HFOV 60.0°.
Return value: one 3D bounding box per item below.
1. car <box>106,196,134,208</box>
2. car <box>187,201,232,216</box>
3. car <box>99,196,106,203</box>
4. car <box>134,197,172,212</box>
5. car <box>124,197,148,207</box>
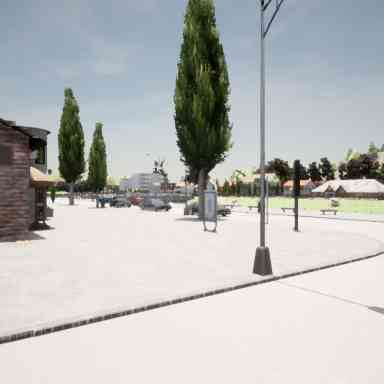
[{"bbox_3d":[-10.371,1.564,47.948,1.994,1.385,4.181,0,0,-35],"label":"car"},{"bbox_3d":[1.360,1.547,31.560,2.033,1.411,5.357,0,0,-36],"label":"car"},{"bbox_3d":[-16.851,1.478,64.110,1.882,1.535,5.008,0,0,-36],"label":"car"},{"bbox_3d":[-4.511,1.547,39.739,2.033,1.411,5.357,0,0,-36],"label":"car"},{"bbox_3d":[-9.004,1.526,53.189,1.812,1.442,4.674,0,-1,-36],"label":"car"}]
